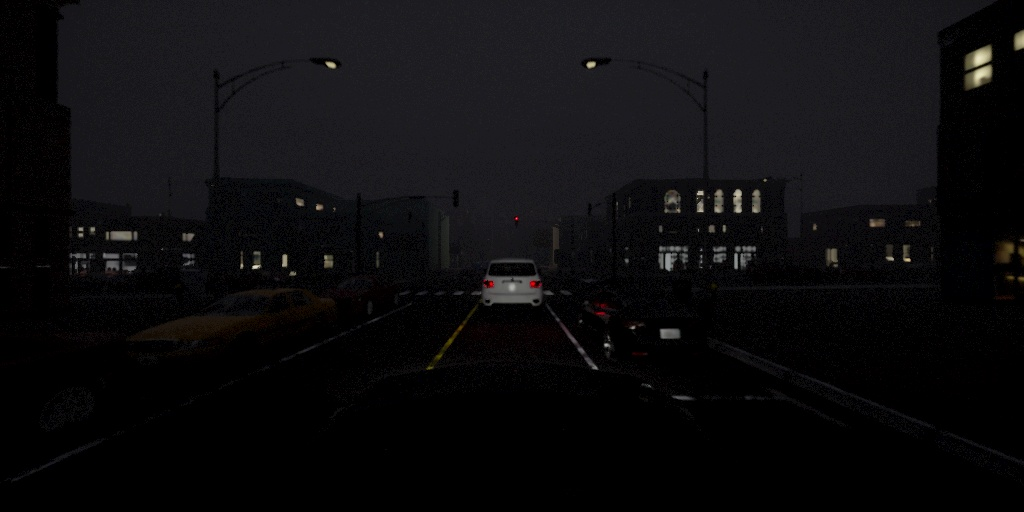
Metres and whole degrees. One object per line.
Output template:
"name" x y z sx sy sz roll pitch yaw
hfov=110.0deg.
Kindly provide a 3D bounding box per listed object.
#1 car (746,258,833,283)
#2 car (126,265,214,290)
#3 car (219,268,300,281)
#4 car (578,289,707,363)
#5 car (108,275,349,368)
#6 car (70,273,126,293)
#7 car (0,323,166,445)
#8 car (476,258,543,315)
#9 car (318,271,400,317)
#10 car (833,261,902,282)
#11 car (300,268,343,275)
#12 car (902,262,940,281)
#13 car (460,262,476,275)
"car" 19.961 1.081 26.339 5.009 1.841 2.192 0 0 -1
"car" -23.709 1.598 25.609 5.009 1.841 2.192 0 0 -1
"car" -18.056 1.656 25.708 4.097 1.591 1.967 0 0 -1
"car" 2.698 1.378 8.169 1.948 1.339 4.313 0 0 0
"car" -5.684 1.338 8.004 1.751 1.417 4.829 0 0 0
"car" -29.362 1.900 25.510 4.403 1.370 2.007 0 0 -1
"car" -5.687 1.304 2.630 1.888 1.381 4.507 0 0 0
"car" 0.020 1.097 14.411 2.150 2.045 5.566 0 0 0
"car" -5.680 1.411 13.718 1.888 1.381 4.507 0 0 0
"car" 25.503 1.140 26.436 4.097 1.591 1.967 0 0 -1
"car" -18.171 1.789 34.054 4.313 1.339 1.948 0 0 -1
"car" 31.046 1.185 26.533 4.403 1.370 2.007 0 0 -1
"car" -5.662 1.761 46.235 1.802 1.307 4.207 0 0 0
